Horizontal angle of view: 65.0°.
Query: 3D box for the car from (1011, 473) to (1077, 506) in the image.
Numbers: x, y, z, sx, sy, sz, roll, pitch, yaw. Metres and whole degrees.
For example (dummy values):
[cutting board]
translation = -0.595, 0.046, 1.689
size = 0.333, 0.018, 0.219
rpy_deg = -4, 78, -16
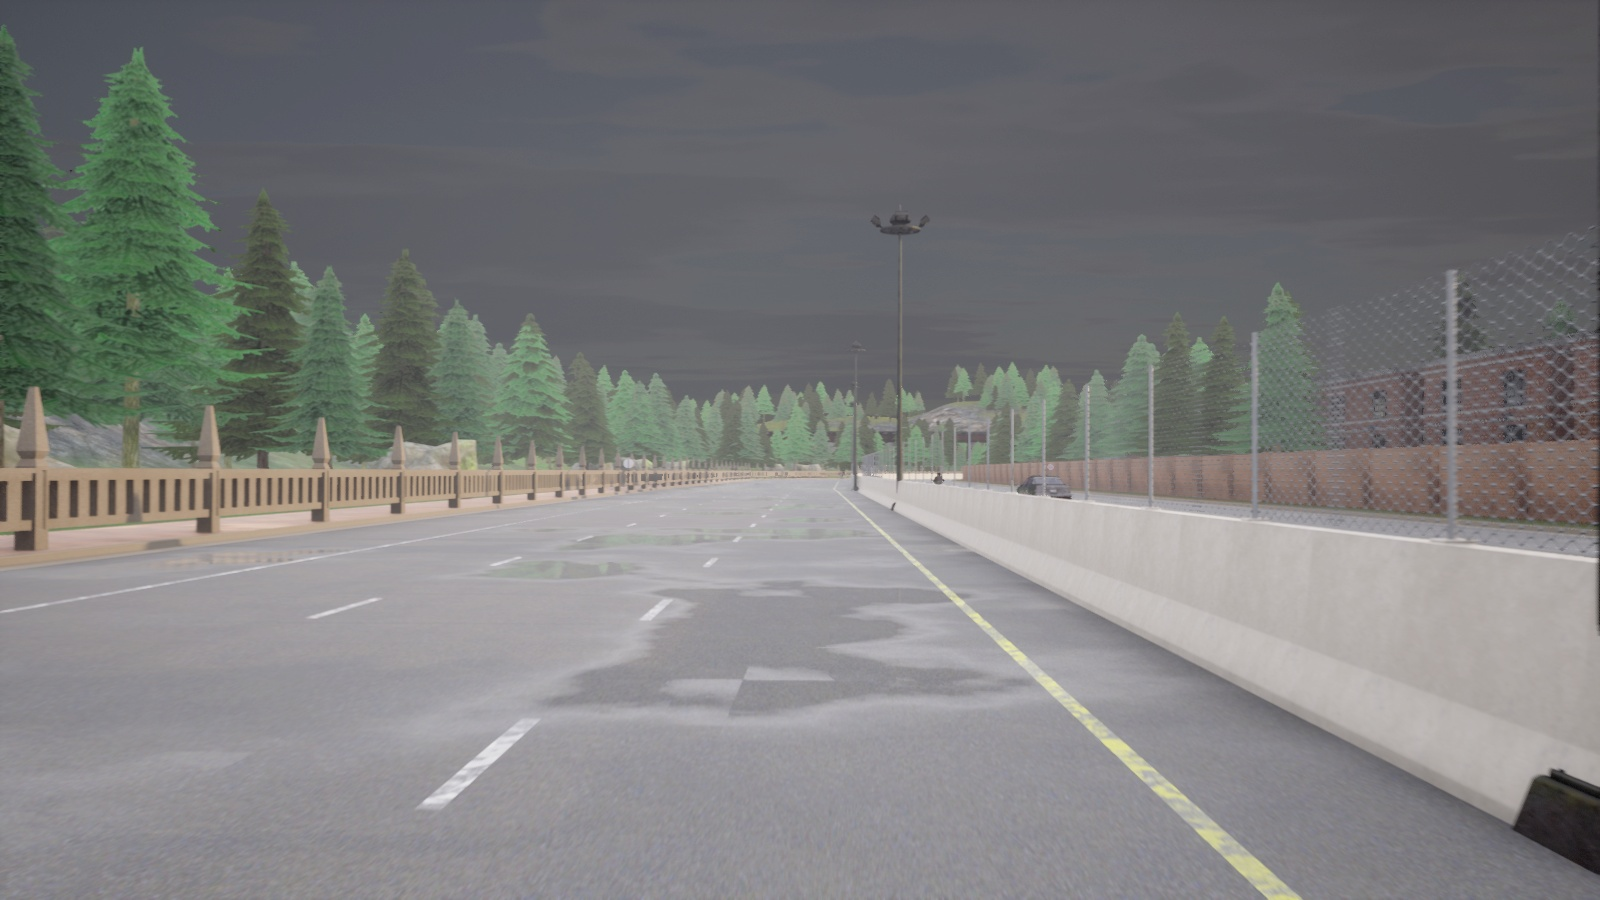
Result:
[car]
translation = 11.217, 1.794, 58.082
size = 2.033, 1.411, 5.357
rpy_deg = 0, -1, 1
